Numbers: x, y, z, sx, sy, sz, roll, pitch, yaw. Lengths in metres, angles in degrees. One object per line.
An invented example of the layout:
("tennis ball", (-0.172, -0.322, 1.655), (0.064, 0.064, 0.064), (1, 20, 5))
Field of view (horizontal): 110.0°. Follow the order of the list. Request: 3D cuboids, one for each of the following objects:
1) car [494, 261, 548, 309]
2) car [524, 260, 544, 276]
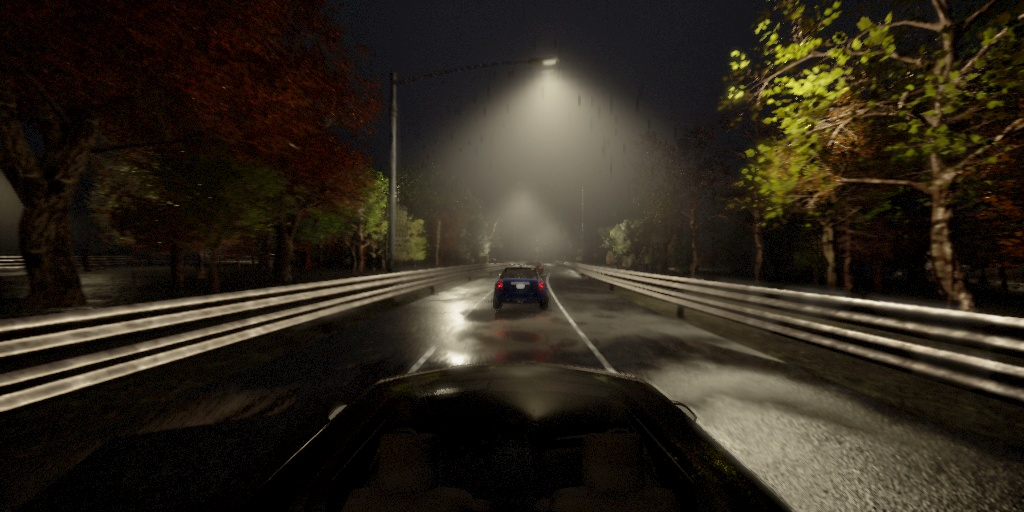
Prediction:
("car", (0.420, 1.179, 15.693), (2.097, 1.767, 4.553), (0, 0, 3))
("car", (2.623, 1.353, 41.702), (2.097, 1.767, 4.553), (0, 0, 7))
